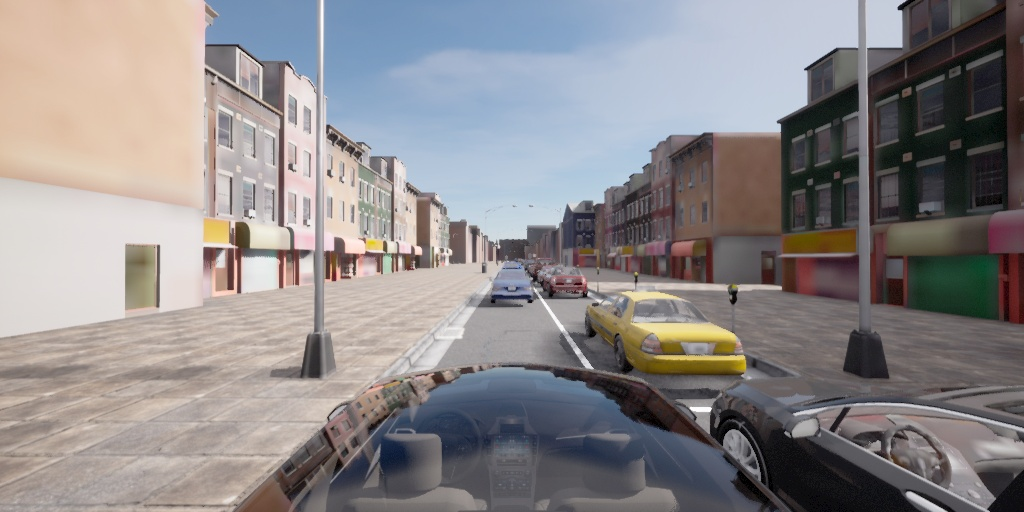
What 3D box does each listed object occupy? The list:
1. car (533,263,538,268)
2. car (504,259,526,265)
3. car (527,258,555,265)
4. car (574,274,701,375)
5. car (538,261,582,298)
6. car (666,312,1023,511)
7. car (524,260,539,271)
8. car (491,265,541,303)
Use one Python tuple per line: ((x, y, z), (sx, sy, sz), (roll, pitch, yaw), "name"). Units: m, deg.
((2.638, 1.348, 24.244), (1.802, 1.307, 4.207), (0, 0, 0), "car")
((0.000, 1.264, 31.502), (1.882, 1.535, 5.008), (0, 0, 0), "car")
((2.638, 1.090, 29.919), (2.192, 1.841, 5.009), (0, 0, 0), "car")
((2.638, 1.275, 7.392), (1.751, 1.417, 4.829), (0, 0, 0), "car")
((2.638, 1.198, 18.571), (1.967, 1.591, 4.097), (0, 0, 0), "car")
((2.638, 1.299, 1.548), (2.007, 1.370, 4.403), (0, 0, 0), "car")
((2.750, 1.336, 51.912), (1.837, 1.490, 4.892), (0, 0, 0), "car")
((0.000, 1.321, 16.500), (2.033, 1.411, 5.357), (0, 0, 0), "car")
